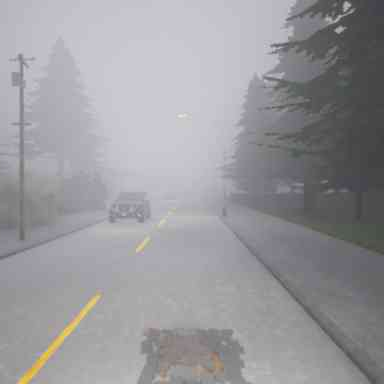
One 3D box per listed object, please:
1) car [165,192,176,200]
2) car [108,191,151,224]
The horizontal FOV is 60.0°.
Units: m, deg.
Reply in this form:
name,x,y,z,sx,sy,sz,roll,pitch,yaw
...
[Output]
name,x,y,z,sx,sy,sz,roll,pitch,yaw
car,-4.058,0.758,64.372,2.128,1.511,4.902,1,0,0
car,-4.102,0.963,22.787,2.150,2.045,5.566,0,0,0
